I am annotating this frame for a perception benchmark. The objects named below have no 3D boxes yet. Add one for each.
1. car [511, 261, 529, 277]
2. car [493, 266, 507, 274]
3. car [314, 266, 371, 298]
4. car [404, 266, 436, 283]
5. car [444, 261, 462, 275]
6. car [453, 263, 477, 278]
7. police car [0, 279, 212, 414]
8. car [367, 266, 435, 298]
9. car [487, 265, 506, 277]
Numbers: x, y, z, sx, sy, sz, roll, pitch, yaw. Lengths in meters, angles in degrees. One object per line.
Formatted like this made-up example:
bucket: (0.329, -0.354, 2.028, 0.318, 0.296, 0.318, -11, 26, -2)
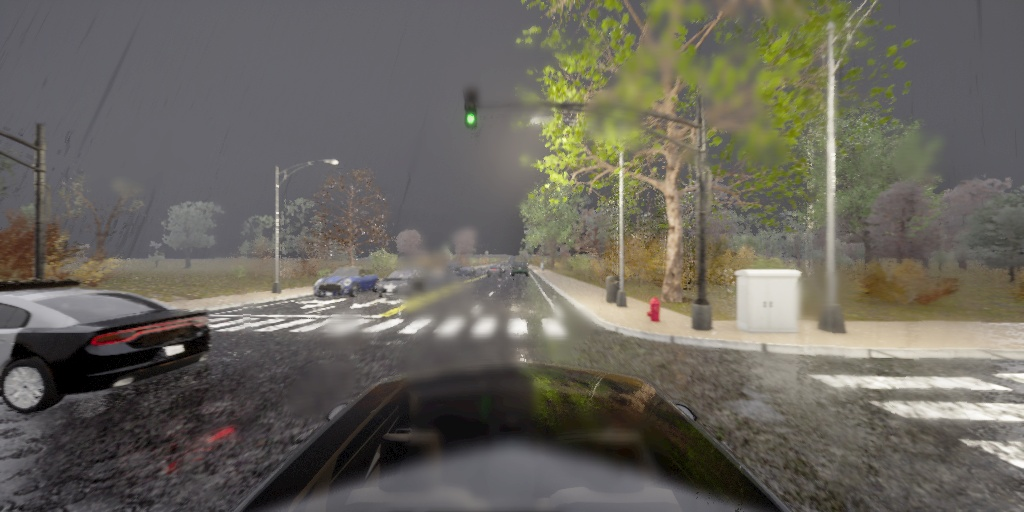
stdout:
car: (1.061, 1.695, 47.316, 2.150, 2.045, 5.566, 0, -1, 1)
car: (-1.915, 2.230, 57.830, 1.895, 1.301, 4.718, 0, -1, 1)
car: (-9.473, 1.419, 20.943, 2.097, 1.767, 4.553, 0, -1, 2)
car: (-9.074, 1.806, 35.900, 1.837, 1.490, 4.892, 0, -1, 2)
car: (-8.535, 1.779, 53.338, 2.150, 2.045, 5.566, 0, -1, 1)
car: (-5.524, 1.983, 44.834, 2.033, 1.411, 5.357, 0, -1, 2)
police car: (-7.639, 1.197, 5.571, 5.238, 1.638, 1.930, 0, 0, 4)
car: (-6.223, 1.559, 20.950, 2.128, 1.511, 4.902, 0, -1, 1)
car: (-2.189, 1.965, 47.367, 2.128, 1.511, 4.902, 0, -1, 1)
